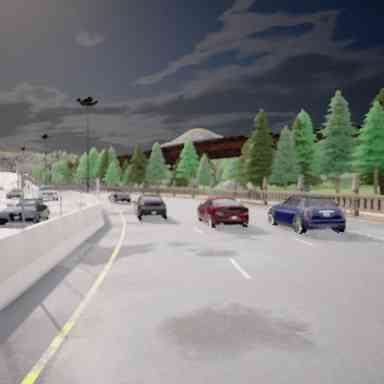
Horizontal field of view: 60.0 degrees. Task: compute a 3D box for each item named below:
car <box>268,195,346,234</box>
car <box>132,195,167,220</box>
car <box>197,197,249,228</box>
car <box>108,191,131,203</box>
[{"bbox_3d":[5.448,0.938,16.361,2.097,1.767,4.553,0,1,-9],"label":"car"},{"bbox_3d":[-2.885,0.956,22.466,1.837,1.490,4.892,0,1,-14],"label":"car"},{"bbox_3d":[1.568,1.022,18.328,1.882,1.535,5.008,0,1,-11],"label":"car"},{"bbox_3d":[-8.734,0.580,39.930,2.033,1.411,5.357,-1,2,-24],"label":"car"}]
